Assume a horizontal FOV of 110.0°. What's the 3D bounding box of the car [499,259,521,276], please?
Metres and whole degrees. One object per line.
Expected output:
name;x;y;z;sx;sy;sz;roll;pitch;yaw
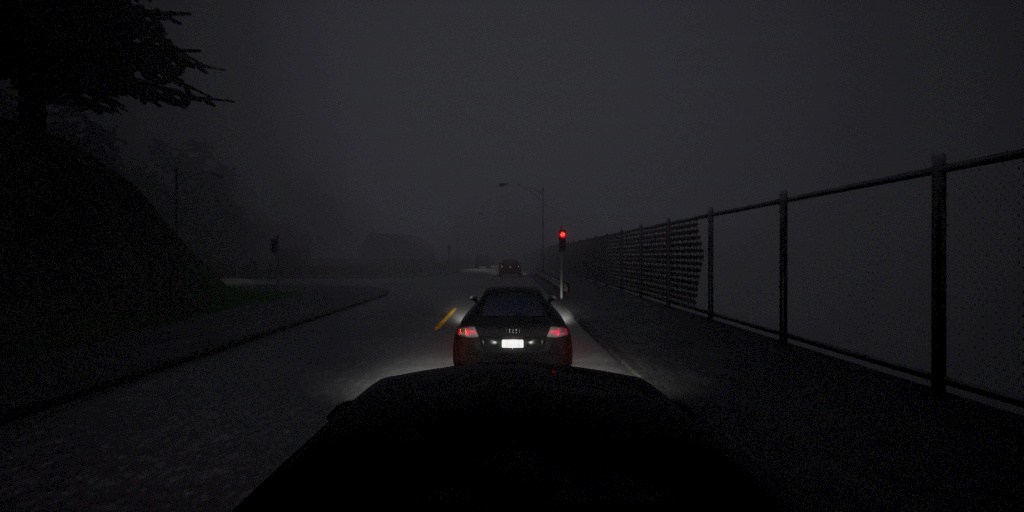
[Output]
car;-0.184;1.054;35.578;2.097;1.767;4.553;0;0;0

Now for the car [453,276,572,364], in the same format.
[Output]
car;0.017;1.306;7.477;1.994;1.385;4.181;0;0;0

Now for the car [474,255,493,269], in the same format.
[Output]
car;-4.520;0.895;54.526;2.150;2.045;5.566;0;0;-1

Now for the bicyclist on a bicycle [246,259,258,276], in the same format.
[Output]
bicyclist on a bicycle;-24.055;1.055;33.288;0.582;1.620;1.656;0;0;0
